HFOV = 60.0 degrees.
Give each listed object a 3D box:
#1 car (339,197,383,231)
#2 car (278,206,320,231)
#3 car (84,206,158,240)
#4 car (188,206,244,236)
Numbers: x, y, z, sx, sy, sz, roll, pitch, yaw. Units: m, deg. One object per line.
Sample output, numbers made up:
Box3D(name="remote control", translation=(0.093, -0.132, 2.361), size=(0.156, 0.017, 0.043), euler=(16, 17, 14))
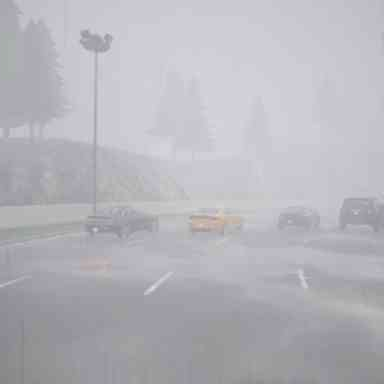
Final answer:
Box3D(name="car", translation=(11.244, 1.349, 21.804), size=(2.150, 2.045, 5.566), euler=(0, 0, 35))
Box3D(name="car", translation=(6.957, 1.609, 21.536), size=(1.812, 1.442, 4.674), euler=(0, 0, 31))
Box3D(name="car", translation=(-3.405, 1.467, 16.986), size=(2.128, 1.511, 4.902), euler=(0, 0, 21))
Box3D(name="car", translation=(1.477, 1.504, 18.799), size=(1.882, 1.535, 5.008), euler=(0, 0, 25))
